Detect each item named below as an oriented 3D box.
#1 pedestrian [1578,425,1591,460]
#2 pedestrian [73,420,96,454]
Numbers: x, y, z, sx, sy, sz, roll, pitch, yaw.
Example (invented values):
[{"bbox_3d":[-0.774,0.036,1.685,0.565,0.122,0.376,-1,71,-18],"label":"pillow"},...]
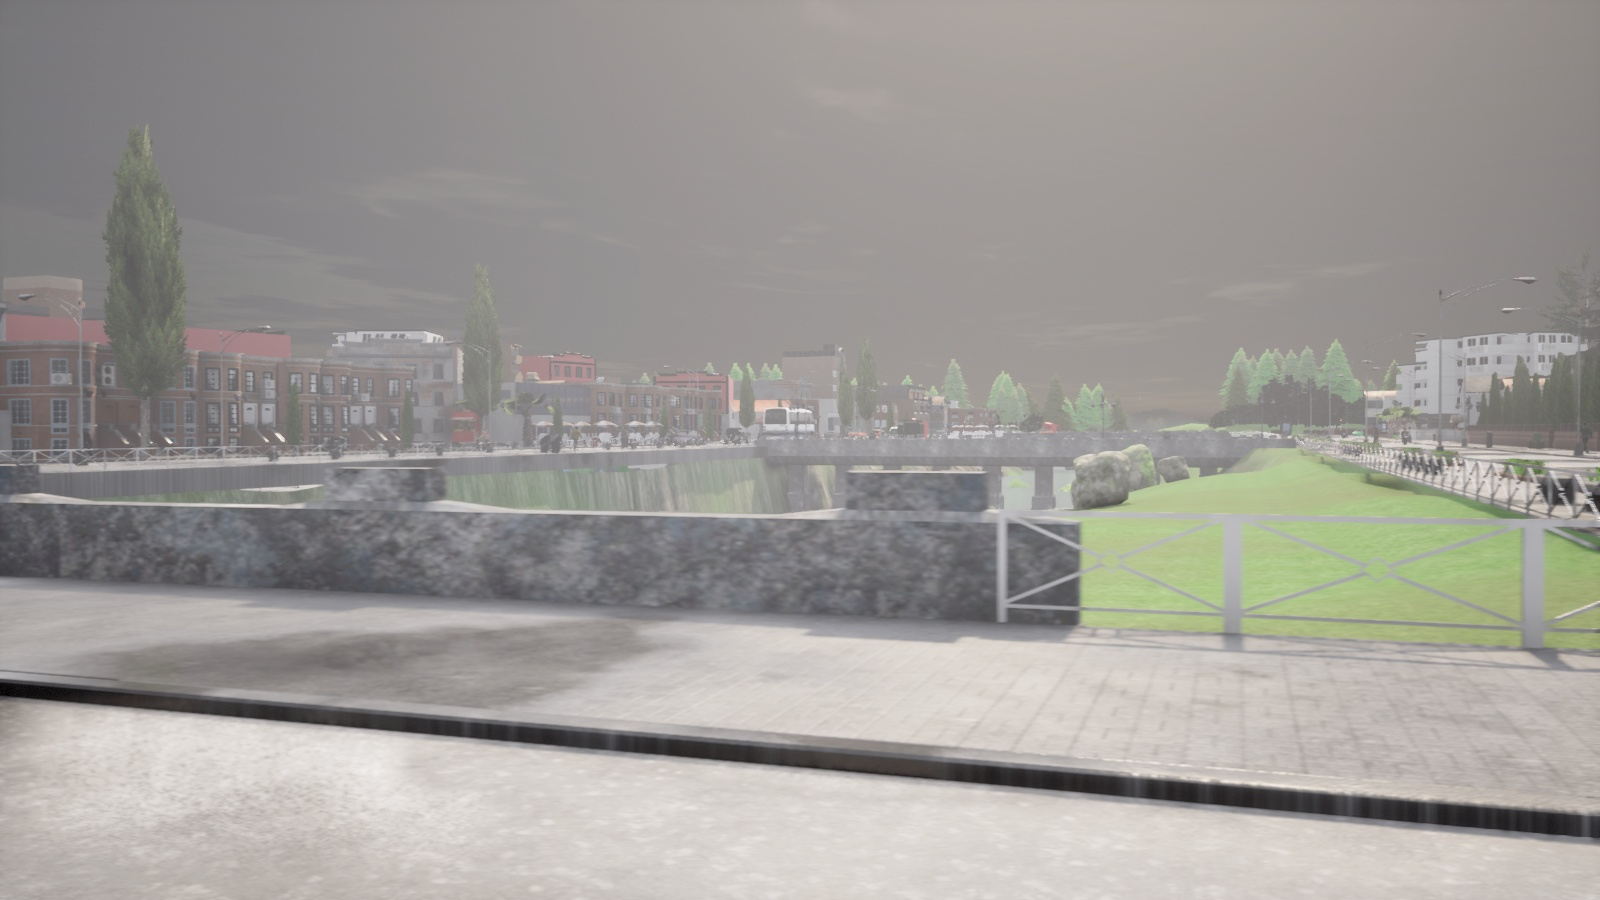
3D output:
[{"bbox_3d":[44.217,-0.415,70.795,0.423,1.949,0.788,1,1,18],"label":"pedestrian"},{"bbox_3d":[-40.135,-0.731,70.461,0.634,1.844,0.899,1,1,20],"label":"pedestrian"}]
